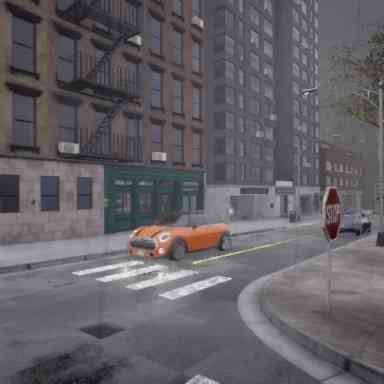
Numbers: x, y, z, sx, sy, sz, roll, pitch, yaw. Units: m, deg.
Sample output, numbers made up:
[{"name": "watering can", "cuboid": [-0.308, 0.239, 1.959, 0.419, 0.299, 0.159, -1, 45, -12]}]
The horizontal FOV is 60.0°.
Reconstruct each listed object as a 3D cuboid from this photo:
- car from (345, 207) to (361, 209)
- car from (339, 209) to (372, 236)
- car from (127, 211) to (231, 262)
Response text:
[{"name": "car", "cuboid": [16.510, 2.338, 34.335, 2.128, 1.511, 4.902, 0, -2, 39]}, {"name": "car", "cuboid": [10.681, 2.086, 22.340, 1.994, 1.385, 4.181, 0, -2, 39]}, {"name": "car", "cuboid": [-0.369, 1.571, 13.235, 2.097, 1.767, 4.553, 0, -1, 39]}]
